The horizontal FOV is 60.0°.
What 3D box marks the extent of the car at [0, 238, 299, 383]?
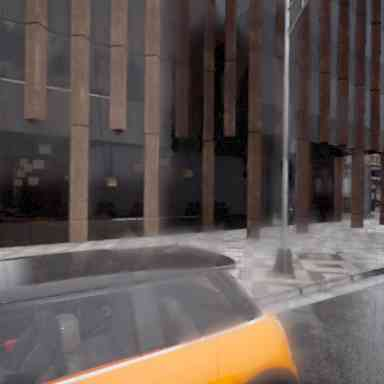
[{"bbox_3d":[-1.343,1.331,2.493,4.553,1.767,2.097,0,0,-33],"label":"car"}]
